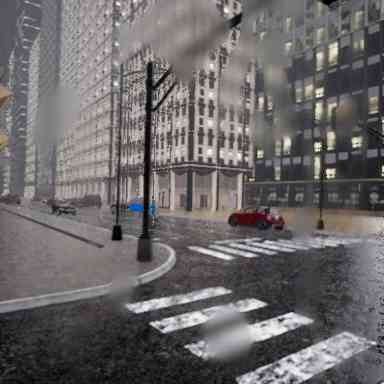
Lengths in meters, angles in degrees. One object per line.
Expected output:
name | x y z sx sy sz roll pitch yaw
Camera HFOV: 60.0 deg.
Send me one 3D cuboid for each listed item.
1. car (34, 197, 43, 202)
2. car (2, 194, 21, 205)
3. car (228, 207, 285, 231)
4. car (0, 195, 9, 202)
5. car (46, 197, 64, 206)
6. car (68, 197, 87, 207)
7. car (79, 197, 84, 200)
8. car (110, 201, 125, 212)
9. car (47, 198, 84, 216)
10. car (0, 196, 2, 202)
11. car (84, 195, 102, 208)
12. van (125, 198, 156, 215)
car | -38.179 1.778 82.790 1.802 1.307 4.206 2 -1 -35
car | -31.924 1.260 59.523 2.192 1.841 5.009 2 -1 -35
car | 4.330 1.706 22.914 1.967 1.590 4.097 2 -1 -35
car | -41.738 1.484 73.337 2.008 1.369 4.403 2 -1 -35
car | -24.003 1.696 58.339 1.994 1.385 4.181 2 -1 -35
car | -19.904 1.736 57.836 1.837 1.490 4.892 2 -1 -35
car | -18.708 1.688 50.878 2.033 1.411 5.357 2 -1 -35
car | -8.752 1.788 41.336 2.008 1.369 4.403 2 -1 -35
car | -12.313 1.529 31.882 2.008 1.369 4.403 2 -1 -35
car | -38.469 1.503 68.731 1.947 1.339 4.313 2 -1 -35
car | -15.894 1.465 52.134 2.150 2.045 5.566 2 -1 -35
van | -5.477 1.585 36.734 1.690 1.788 3.998 2 -1 -35
